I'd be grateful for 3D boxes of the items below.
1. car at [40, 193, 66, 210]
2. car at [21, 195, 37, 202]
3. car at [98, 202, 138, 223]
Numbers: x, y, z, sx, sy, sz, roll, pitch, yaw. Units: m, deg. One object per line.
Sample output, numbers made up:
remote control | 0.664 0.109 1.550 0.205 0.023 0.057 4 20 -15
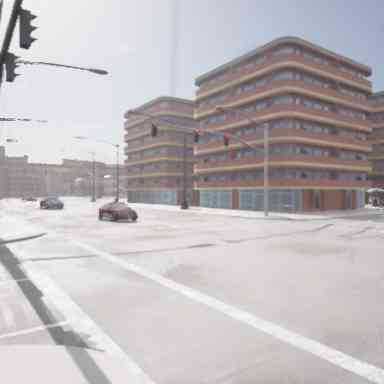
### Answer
car | -17.929 1.361 42.557 2.097 1.767 4.553 0 0 -36
car | -27.089 1.102 55.260 1.882 1.535 5.008 0 0 -36
car | -5.904 1.536 26.067 1.812 1.442 4.674 0 0 -36
